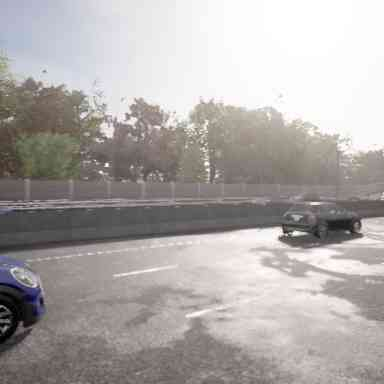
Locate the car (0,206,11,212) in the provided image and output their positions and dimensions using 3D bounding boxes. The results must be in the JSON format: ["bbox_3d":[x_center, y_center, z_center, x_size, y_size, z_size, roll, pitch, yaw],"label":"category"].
[{"bbox_3d":[-13.675,1.479,20.033,5.008,1.535,1.882,0,0,-35],"label":"car"}]

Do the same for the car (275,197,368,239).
[{"bbox_3d":[6.748,1.303,17.160,4.553,1.767,2.097,0,0,-35],"label":"car"}]

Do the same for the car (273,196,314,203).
[{"bbox_3d":[11.808,1.481,38.179,4.181,1.385,1.994,0,0,-35],"label":"car"}]

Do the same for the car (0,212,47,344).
[{"bbox_3d":[-4.605,1.357,4.762,4.553,1.767,2.097,0,0,-36],"label":"car"}]

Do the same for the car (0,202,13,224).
[{"bbox_3d":[-15.377,1.491,23.117,4.902,1.511,2.128,0,0,-35],"label":"car"}]

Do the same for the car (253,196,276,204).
[{"bbox_3d":[9.494,1.269,40.837,4.553,1.767,2.097,0,0,-35],"label":"car"}]

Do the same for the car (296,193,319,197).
[{"bbox_3d":[17.095,1.119,50.525,5.566,2.045,2.150,0,0,-35],"label":"car"}]
